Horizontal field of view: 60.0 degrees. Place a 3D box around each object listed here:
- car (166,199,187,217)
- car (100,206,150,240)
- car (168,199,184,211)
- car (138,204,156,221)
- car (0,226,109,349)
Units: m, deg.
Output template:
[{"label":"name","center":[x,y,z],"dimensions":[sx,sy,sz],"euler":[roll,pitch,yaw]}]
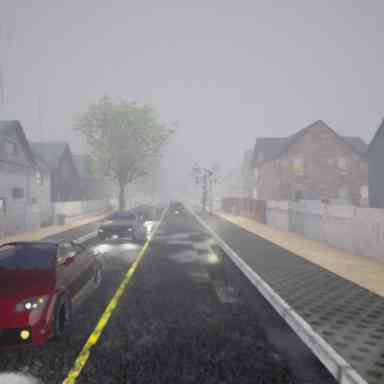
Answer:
[{"label":"car","center":[-1.630,1.725,34.534],"dimensions":[1.837,1.490,4.892],"euler":[-1,0,-3]},{"label":"car","center":[-3.689,1.705,18.064],"dimensions":[2.033,1.411,5.357],"euler":[-1,0,-3]},{"label":"car","center":[-2.300,1.797,47.130],"dimensions":[2.128,1.511,4.902],"euler":[-1,0,-2]},{"label":"car","center":[-4.258,1.797,29.791],"dimensions":[1.994,1.385,4.181],"euler":[-1,0,-3]},{"label":"car","center":[-3.101,1.648,6.453],"dimensions":[1.994,1.385,4.181],"euler":[-1,0,-3]}]
